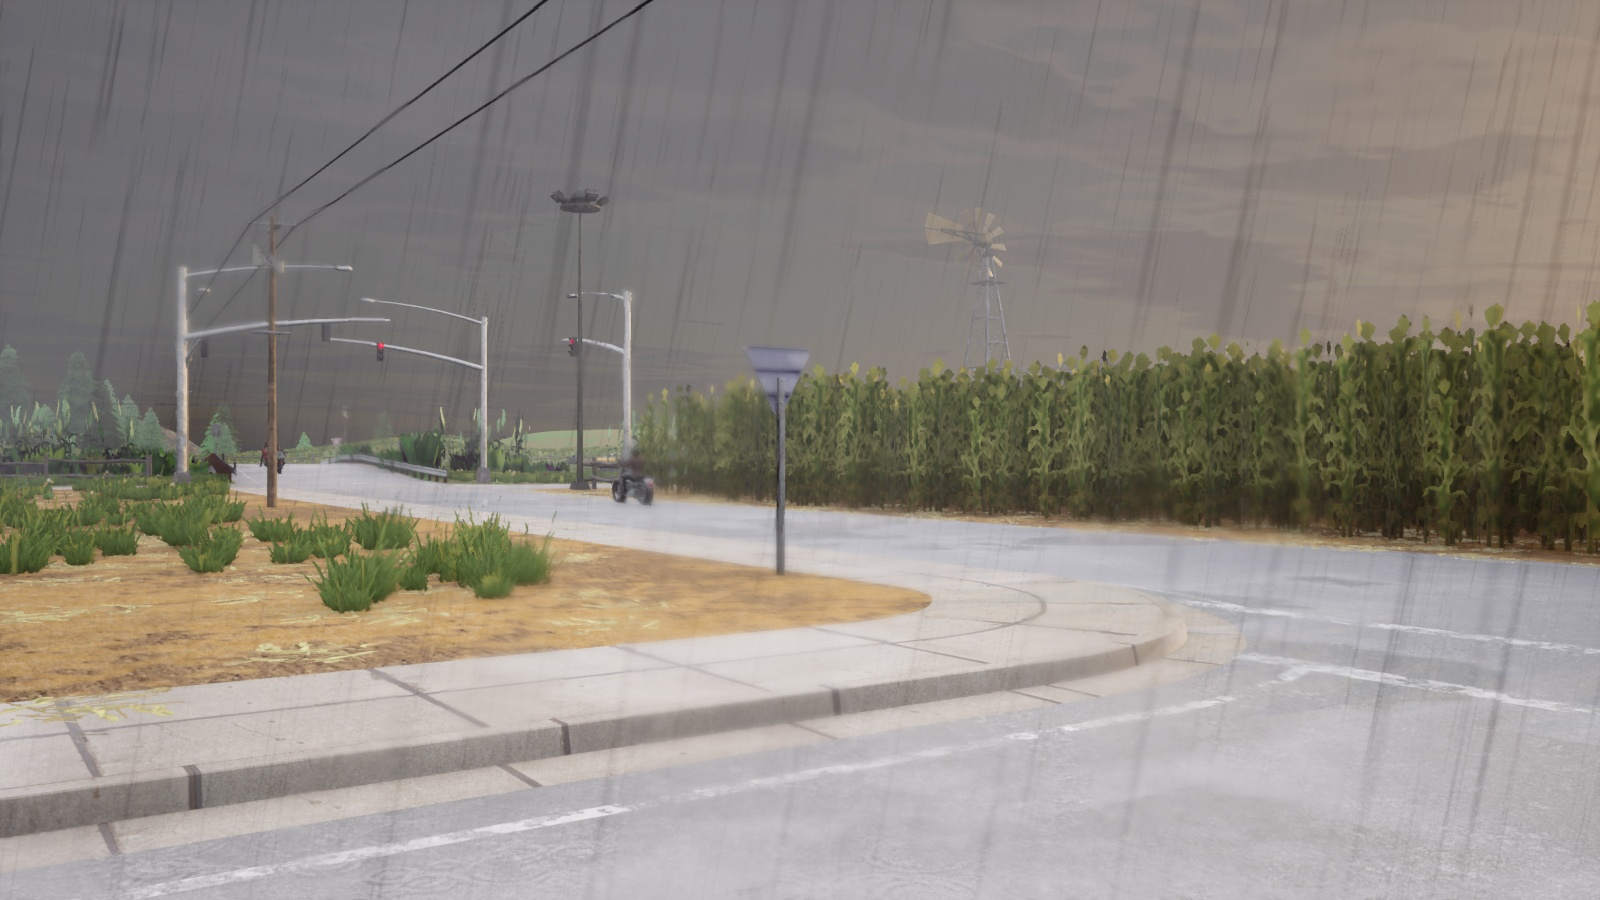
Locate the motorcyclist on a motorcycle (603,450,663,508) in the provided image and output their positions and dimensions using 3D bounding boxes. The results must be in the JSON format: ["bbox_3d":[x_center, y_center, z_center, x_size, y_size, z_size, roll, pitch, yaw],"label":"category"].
[{"bbox_3d":[-4.900,0.822,36.665,0.766,1.649,2.350,0,0,-34],"label":"motorcyclist on a motorcycle"}]

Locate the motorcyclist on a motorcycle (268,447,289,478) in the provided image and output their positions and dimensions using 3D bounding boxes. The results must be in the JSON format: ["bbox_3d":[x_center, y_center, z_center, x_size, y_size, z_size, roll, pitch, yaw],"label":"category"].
[{"bbox_3d":[-28.523,0.664,68.635,0.866,1.530,2.191,0,3,-28],"label":"motorcyclist on a motorcycle"}]

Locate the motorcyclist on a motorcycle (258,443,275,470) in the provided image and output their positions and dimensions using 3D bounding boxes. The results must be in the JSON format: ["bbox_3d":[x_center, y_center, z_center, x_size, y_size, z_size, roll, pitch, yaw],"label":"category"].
[{"bbox_3d":[-31.882,0.371,75.027,0.797,1.523,2.044,0,1,-27],"label":"motorcyclist on a motorcycle"}]
